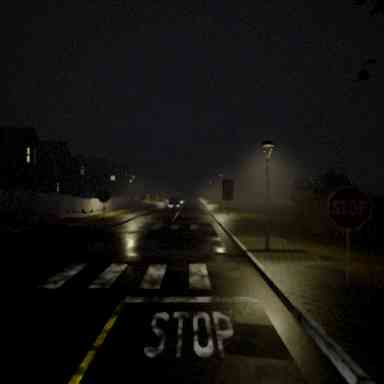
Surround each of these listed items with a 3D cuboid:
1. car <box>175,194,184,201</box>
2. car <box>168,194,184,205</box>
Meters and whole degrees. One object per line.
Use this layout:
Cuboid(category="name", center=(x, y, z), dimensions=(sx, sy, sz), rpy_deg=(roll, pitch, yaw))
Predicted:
Cuboid(category="car", center=(-2.913, 1.295, 79.404), dimensions=(2.128, 1.511, 4.902), rpy_deg=(0, 0, 0))
Cuboid(category="car", center=(-2.863, 1.411, 55.005), dimensions=(2.033, 1.411, 5.357), rpy_deg=(0, 0, 0))
